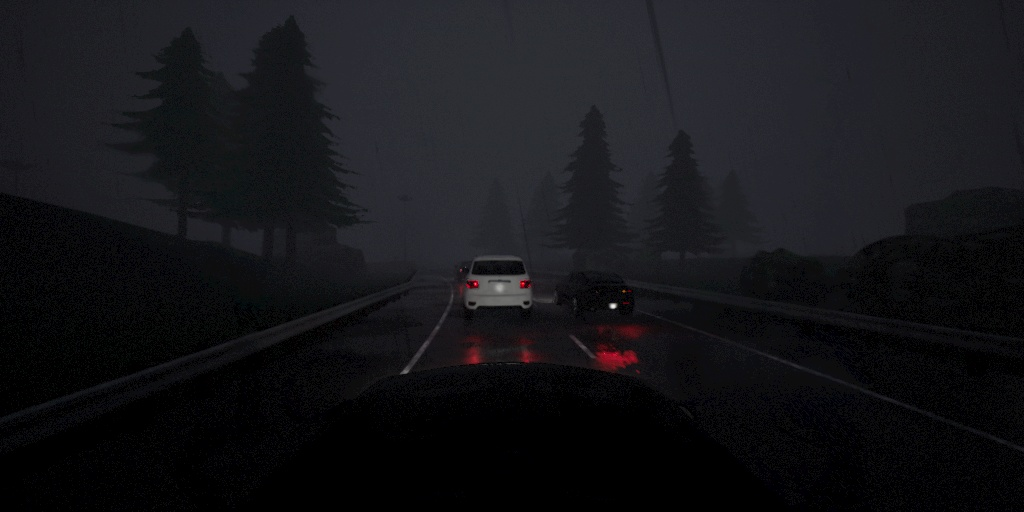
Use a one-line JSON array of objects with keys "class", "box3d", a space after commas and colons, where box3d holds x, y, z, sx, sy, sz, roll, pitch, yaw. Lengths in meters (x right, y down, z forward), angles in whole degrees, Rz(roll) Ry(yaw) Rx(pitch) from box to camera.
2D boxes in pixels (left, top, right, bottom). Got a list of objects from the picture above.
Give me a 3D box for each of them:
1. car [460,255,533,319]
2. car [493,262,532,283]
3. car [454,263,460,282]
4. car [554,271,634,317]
[{"class": "car", "box3d": [-0.622, 0.998, 13.106, 2.150, 2.045, 5.566, 0, 0, -6]}, {"class": "car", "box3d": [-0.074, 1.303, 30.123, 2.128, 1.511, 4.902, 0, 0, -14]}, {"class": "car", "box3d": [-3.734, 1.177, 30.263, 2.097, 1.767, 4.553, 0, 0, -14]}, {"class": "car", "box3d": [2.839, 1.269, 13.284, 1.837, 1.490, 4.892, 0, 0, -5]}]
